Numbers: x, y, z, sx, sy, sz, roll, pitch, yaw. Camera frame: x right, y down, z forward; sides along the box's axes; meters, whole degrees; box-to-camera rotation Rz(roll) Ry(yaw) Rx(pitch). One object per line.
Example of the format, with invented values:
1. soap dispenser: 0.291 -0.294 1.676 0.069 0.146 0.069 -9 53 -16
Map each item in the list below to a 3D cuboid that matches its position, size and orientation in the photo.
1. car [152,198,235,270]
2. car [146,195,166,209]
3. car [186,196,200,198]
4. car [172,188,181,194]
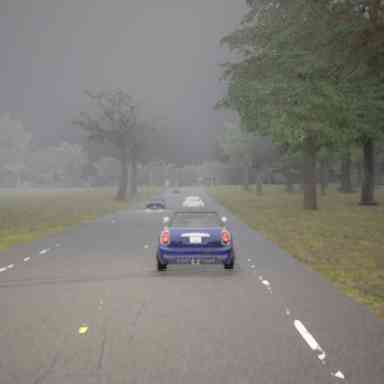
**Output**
1. car: 0.099 1.229 10.732 2.097 1.767 4.553 0 1 0
2. car: -3.572 0.975 34.468 2.033 1.411 5.357 0 1 0
3. car: 0.114 1.091 28.112 1.812 1.442 4.674 0 1 0
4. car: -3.445 -0.265 74.919 2.033 1.411 5.357 0 2 0
